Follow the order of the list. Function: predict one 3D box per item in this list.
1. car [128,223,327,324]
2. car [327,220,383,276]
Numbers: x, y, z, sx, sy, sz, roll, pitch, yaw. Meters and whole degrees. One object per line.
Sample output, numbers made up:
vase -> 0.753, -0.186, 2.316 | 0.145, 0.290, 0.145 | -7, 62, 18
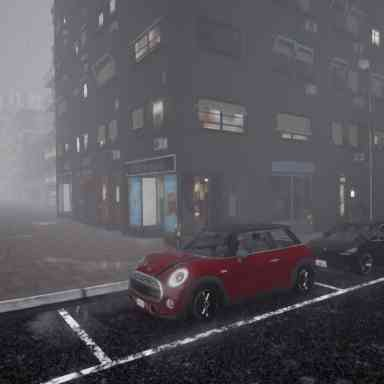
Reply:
car -> 0.709, 1.439, 7.063 | 4.097, 1.590, 1.967 | 0, -1, -35
car -> 5.280, 1.563, 10.300 | 4.313, 1.339, 1.947 | 0, -1, -35
